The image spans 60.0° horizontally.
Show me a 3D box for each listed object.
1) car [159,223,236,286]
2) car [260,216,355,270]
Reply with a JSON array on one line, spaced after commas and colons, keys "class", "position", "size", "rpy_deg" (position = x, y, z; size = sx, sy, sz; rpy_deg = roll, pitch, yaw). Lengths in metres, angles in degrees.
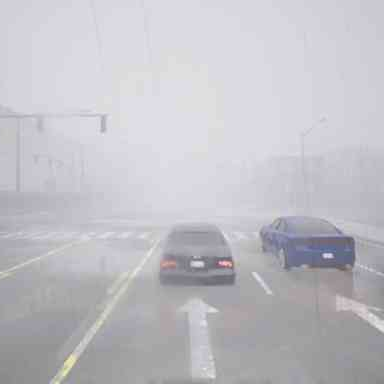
[{"class": "car", "position": [0.113, 1.604, 9.619], "size": [2.033, 1.411, 5.357], "rpy_deg": [0, 0, 0]}, {"class": "car", "position": [3.618, 1.543, 11.297], "size": [1.882, 1.535, 5.008], "rpy_deg": [0, 0, 0]}]
